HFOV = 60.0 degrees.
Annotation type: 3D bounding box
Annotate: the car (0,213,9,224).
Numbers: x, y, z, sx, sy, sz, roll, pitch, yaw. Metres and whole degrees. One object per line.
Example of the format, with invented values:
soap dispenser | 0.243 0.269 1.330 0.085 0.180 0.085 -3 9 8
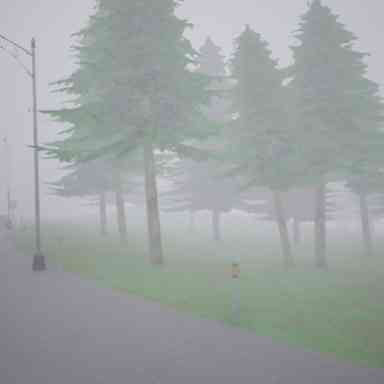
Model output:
car | -21.779 2.941 36.438 2.128 1.511 4.902 -2 -1 -9
